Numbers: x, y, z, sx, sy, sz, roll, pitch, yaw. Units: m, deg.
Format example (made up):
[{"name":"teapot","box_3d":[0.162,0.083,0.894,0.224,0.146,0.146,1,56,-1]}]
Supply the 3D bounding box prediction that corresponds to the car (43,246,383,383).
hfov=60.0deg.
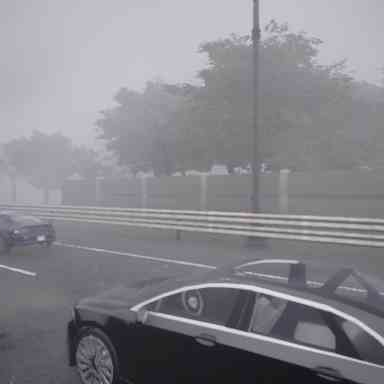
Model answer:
[{"name":"car","box_3d":[0.656,1.488,3.506,4.902,1.511,2.128,0,0,35]}]

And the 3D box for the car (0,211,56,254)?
[{"name":"car","box_3d":[-7.391,1.510,13.445,4.674,1.442,1.812,0,0,35]}]
